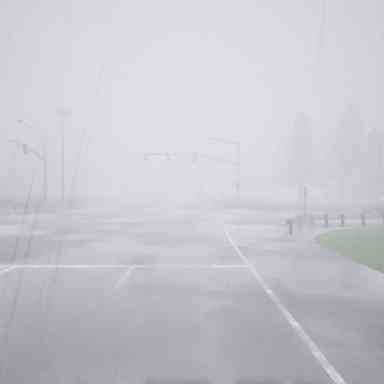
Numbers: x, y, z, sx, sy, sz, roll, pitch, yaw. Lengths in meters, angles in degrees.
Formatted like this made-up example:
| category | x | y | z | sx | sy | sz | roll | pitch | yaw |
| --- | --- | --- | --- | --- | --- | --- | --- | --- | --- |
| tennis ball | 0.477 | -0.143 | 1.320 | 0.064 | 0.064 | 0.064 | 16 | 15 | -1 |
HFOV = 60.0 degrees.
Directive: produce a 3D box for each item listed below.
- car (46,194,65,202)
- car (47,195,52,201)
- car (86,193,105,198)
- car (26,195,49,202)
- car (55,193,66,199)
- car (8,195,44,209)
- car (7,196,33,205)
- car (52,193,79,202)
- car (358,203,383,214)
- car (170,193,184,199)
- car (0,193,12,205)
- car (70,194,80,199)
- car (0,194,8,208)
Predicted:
| category | x | y | z | sx | sy | sz | roll | pitch | yaw |
| --- | --- | --- | --- | --- | --- | --- | --- | --- | --- |
| car | -28.097 | 1.221 | 68.458 | 1.837 | 1.490 | 4.892 | 0 | 0 | 0 |
| car | -24.647 | 1.382 | 54.848 | 1.895 | 1.301 | 4.718 | 0 | 0 | 0 |
| car | -21.215 | 1.055 | 73.316 | 2.097 | 1.767 | 4.553 | 0 | 0 | -3 |
| car | -31.594 | 1.262 | 68.201 | 2.033 | 1.411 | 5.357 | 0 | 0 | 0 |
| car | -34.253 | 1.088 | 86.799 | 1.882 | 1.535 | 5.008 | 0 | 0 | -14 |
| car | -21.154 | 1.360 | 42.721 | 1.812 | 1.442 | 4.674 | 0 | 0 | 0 |
| car | -28.127 | 1.346 | 54.603 | 1.994 | 1.385 | 4.181 | 0 | 0 | 2 |
| car | -21.152 | 1.280 | 55.898 | 1.837 | 1.490 | 4.892 | 0 | 1 | 0 |
| car | 17.374 | 1.386 | 29.274 | 4.902 | 1.511 | 2.128 | 0 | 0 | 8 |
| car | -3.891 | 0.959 | 95.132 | 2.097 | 1.767 | 4.553 | 0 | 0 | -18 |
| car | -31.635 | 1.136 | 54.329 | 2.097 | 1.767 | 4.553 | 0 | 0 | 0 |
| car | -30.925 | 1.188 | 87.953 | 1.994 | 1.385 | 4.181 | 0 | 0 | -14 |
| car | -24.659 | 1.376 | 44.043 | 2.033 | 1.411 | 5.357 | 0 | 0 | 0 |
